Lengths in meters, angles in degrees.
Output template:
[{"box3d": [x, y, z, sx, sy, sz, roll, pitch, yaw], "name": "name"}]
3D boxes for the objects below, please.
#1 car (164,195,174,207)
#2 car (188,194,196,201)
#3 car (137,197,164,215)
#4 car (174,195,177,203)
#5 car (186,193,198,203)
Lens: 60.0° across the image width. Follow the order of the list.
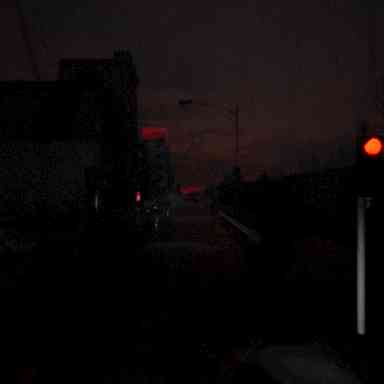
[{"box3d": [-4.103, 1.460, 48.466, 1.812, 1.442, 4.674, 0, 0, 0], "name": "car"}, {"box3d": [-0.031, 1.206, 76.984, 1.882, 1.535, 5.008, 0, 0, 0], "name": "car"}, {"box3d": [-4.108, 1.481, 33.075, 1.812, 1.442, 4.674, 0, 0, 0], "name": "car"}, {"box3d": [-4.034, 1.401, 67.465, 2.128, 1.511, 4.902, 0, 0, 0], "name": "car"}, {"box3d": [-0.025, 1.132, 66.594, 2.150, 2.045, 5.566, 0, 0, 0], "name": "car"}]
